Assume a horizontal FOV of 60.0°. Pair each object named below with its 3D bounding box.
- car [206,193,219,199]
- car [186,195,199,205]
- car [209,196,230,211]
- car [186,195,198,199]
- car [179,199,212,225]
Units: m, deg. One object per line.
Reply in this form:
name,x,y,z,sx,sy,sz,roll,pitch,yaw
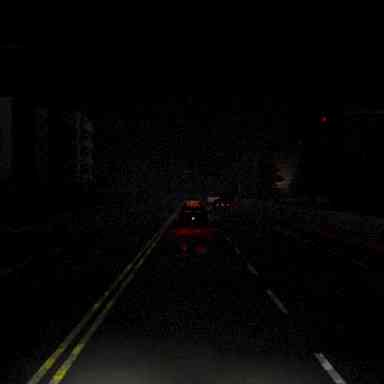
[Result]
car,3.565,1.215,56.510,2.150,2.045,5.566,0,0,0
car,0.064,1.347,59.051,2.097,1.767,4.553,0,0,0
car,3.568,1.543,41.319,2.033,1.411,5.357,0,0,0
car,0.062,1.348,41.210,2.097,1.767,4.553,0,0,0
car,0.087,1.490,23.896,2.128,1.511,4.902,0,0,0
